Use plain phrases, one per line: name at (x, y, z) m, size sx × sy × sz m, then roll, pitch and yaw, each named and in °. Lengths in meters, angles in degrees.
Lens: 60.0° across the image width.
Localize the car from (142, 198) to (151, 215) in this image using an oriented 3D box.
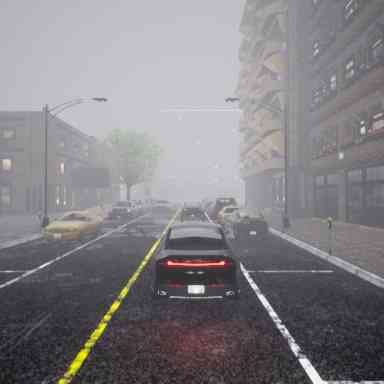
car at (-5.710, 1.453, 33.651) m, size 1.967 × 1.590 × 4.097 m, roll 1°, pitch 0°, yaw 0°

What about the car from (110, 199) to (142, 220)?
car at (-5.698, 1.450, 27.963) m, size 1.967 × 1.590 × 4.097 m, roll 1°, pitch 0°, yaw 0°

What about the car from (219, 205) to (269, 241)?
car at (2.670, 1.556, 16.666) m, size 2.008 × 1.369 × 4.403 m, roll 1°, pitch 0°, yaw 0°

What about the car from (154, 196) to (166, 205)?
car at (-5.938, 1.558, 61.914) m, size 1.752 × 1.417 × 4.829 m, roll 1°, pitch 0°, yaw 0°

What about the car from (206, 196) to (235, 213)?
car at (2.651, 1.325, 28.040) m, size 2.192 × 1.841 × 5.009 m, roll 1°, pitch 0°, yaw 0°

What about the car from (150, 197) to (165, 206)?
car at (-5.757, 1.579, 56.398) m, size 2.008 × 1.369 × 4.403 m, roll 1°, pitch 0°, yaw 0°

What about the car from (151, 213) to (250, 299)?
car at (0.081, 1.507, 8.421) m, size 1.837 × 1.490 × 4.892 m, roll 0°, pitch 0°, yaw 0°

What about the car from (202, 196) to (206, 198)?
car at (2.612, 1.586, 45.099) m, size 1.947 × 1.339 × 4.313 m, roll 1°, pitch 0°, yaw 0°

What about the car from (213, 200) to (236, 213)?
car at (2.658, 1.533, 22.522) m, size 1.752 × 1.417 × 4.829 m, roll 1°, pitch 0°, yaw 0°

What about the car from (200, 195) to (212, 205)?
car at (2.627, 1.473, 62.156) m, size 1.967 × 1.590 × 4.097 m, roll 1°, pitch 0°, yaw 0°

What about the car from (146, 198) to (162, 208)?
car at (-5.746, 1.589, 50.710) m, size 1.947 × 1.339 × 4.313 m, roll 1°, pitch 0°, yaw 0°

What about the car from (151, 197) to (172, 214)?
car at (-3.157, 1.491, 35.795) m, size 1.882 × 1.535 × 5.008 m, roll 0°, pitch 0°, yaw 0°

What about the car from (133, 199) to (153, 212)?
car at (-5.723, 1.598, 39.337) m, size 1.802 × 1.307 × 4.206 m, roll 1°, pitch 0°, yaw 0°

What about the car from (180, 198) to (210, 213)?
car at (0.046, 1.500, 26.359) m, size 2.128 × 1.511 × 4.902 m, roll 0°, pitch 0°, yaw 0°

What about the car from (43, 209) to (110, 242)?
car at (-5.676, 1.530, 16.421) m, size 1.752 × 1.417 × 4.829 m, roll 1°, pitch 0°, yaw 0°

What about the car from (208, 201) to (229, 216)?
car at (2.635, 1.595, 33.726) m, size 1.802 × 1.307 × 4.206 m, roll 1°, pitch 0°, yaw 0°
